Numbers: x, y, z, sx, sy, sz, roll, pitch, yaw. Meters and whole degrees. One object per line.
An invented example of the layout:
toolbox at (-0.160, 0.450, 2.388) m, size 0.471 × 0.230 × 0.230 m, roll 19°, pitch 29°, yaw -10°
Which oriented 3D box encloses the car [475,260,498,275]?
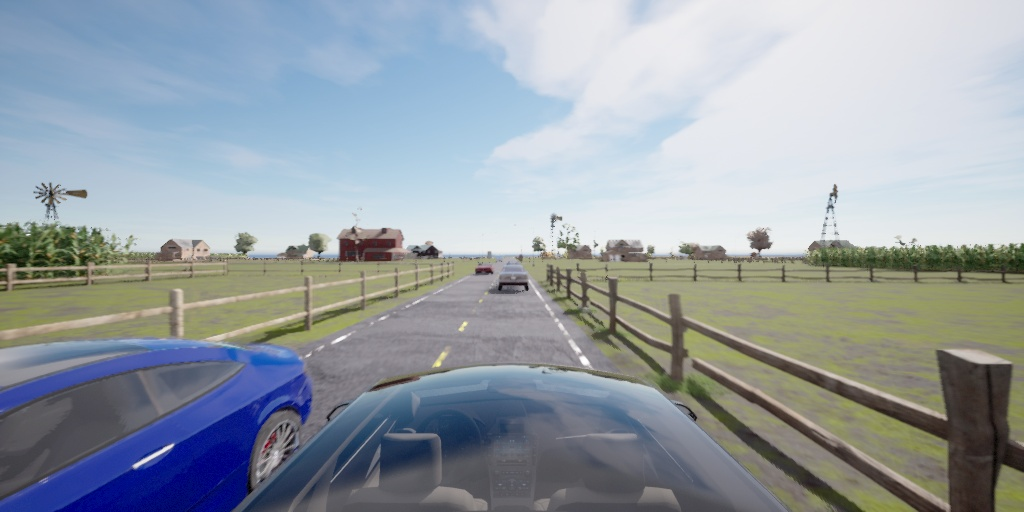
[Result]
car at (-2.830, 1.329, 37.903) m, size 1.895 × 1.301 × 4.718 m, roll 0°, pitch 0°, yaw 0°

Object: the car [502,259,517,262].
car at (0.111, 1.287, 44.439) m, size 1.994 × 1.385 × 4.181 m, roll 0°, pitch 0°, yaw 0°

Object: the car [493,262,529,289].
car at (0.091, 1.287, 22.662) m, size 2.033 × 1.411 × 5.357 m, roll 0°, pitch 0°, yaw 0°

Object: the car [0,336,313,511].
car at (-2.840, 1.276, 1.707) m, size 1.812 × 1.442 × 4.674 m, roll 0°, pitch 0°, yaw 0°
